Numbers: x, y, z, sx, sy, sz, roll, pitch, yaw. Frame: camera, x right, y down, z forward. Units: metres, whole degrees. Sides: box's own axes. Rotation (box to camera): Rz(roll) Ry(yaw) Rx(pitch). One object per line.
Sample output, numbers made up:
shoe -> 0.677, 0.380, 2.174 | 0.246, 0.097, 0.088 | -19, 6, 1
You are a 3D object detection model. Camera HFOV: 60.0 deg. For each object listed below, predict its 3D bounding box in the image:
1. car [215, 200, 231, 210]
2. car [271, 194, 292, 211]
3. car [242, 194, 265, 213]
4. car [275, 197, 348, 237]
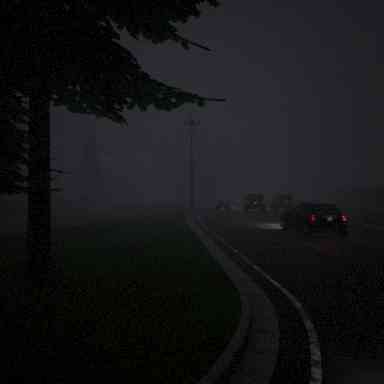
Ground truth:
car -> 3.941, 1.601, 41.910 | 1.895, 1.301, 4.718 | 0, 0, 7
car -> 10.685, 1.218, 39.515 | 2.150, 2.045, 5.566 | 0, 0, 7
car -> 6.875, 1.221, 37.049 | 2.150, 2.045, 5.566 | 0, 0, 6
car -> 6.524, 1.352, 18.303 | 2.097, 1.767, 4.553 | 0, 0, -5
